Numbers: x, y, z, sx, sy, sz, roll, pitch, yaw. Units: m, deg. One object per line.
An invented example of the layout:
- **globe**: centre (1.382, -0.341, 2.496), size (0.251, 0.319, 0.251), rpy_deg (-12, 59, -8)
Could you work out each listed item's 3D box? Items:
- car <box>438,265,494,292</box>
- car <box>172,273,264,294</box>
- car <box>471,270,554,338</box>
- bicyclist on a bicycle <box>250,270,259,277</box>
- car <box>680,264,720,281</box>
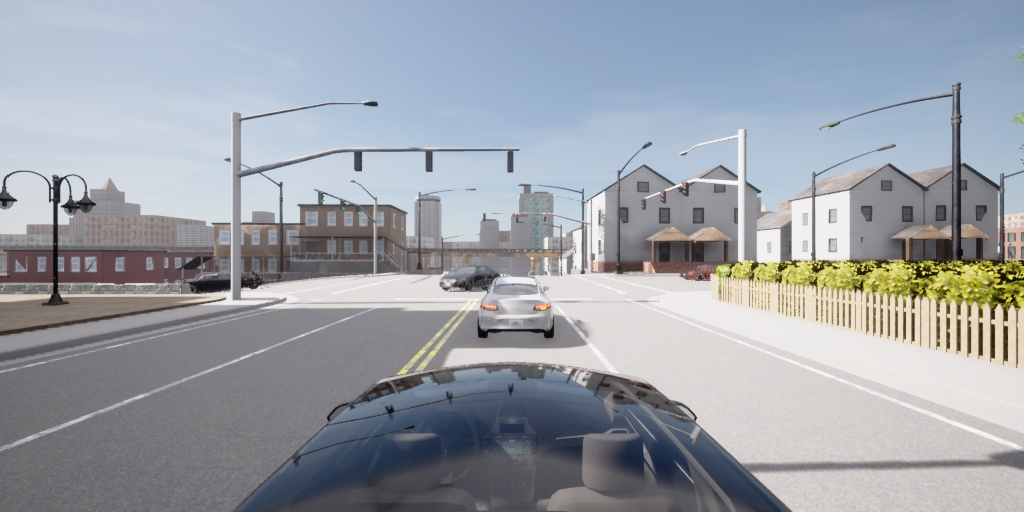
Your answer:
- **car**: centre (-2.404, 1.251, 21.389), size (1.812, 1.442, 4.674), rpy_deg (-1, 0, 27)
- **car**: centre (-19.972, 1.845, 24.729), size (4.718, 1.301, 1.895), rpy_deg (-4, 0, -1)
- **car**: centre (0.103, 1.276, 10.034), size (1.812, 1.442, 4.674), rpy_deg (0, 0, 0)
- **bicyclist on a bicycle**: centre (-25.562, 2.214, 35.616), size (0.582, 1.620, 1.656), rpy_deg (-8, 0, 0)
- **car**: centre (15.833, 1.314, 28.828), size (4.181, 1.385, 1.994), rpy_deg (0, 0, -1)
